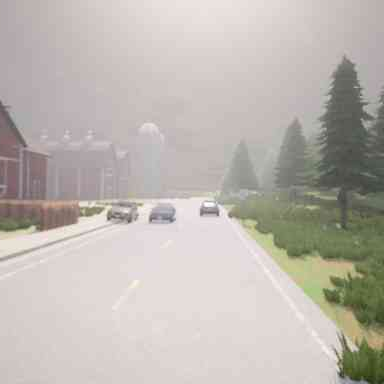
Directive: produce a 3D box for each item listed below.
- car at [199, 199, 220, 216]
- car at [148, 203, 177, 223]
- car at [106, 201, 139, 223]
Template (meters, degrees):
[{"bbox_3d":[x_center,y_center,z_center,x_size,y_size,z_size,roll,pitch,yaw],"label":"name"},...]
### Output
[{"bbox_3d":[1.800,1.686,34.118,1.994,1.385,4.181,1,0,3],"label":"car"},{"bbox_3d":[-2.208,1.607,26.337,1.812,1.442,4.674,1,0,3],"label":"car"},{"bbox_3d":[-5.220,1.455,25.606,1.816,1.474,4.193,7,0,1],"label":"car"}]
